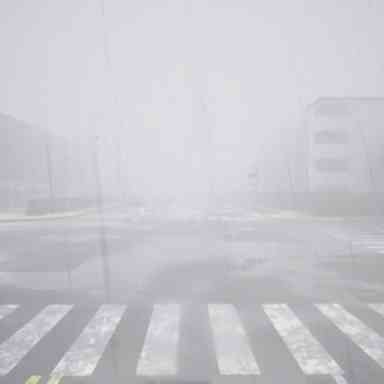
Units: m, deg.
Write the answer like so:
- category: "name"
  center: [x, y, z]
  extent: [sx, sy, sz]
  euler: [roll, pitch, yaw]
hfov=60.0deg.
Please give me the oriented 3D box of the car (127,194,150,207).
- category: "car"
  center: [-7.341, 1.104, 44.914]
  extent: [2.097, 1.767, 4.553]
  euler: [0, 0, 0]

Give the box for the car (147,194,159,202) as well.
- category: "car"
  center: [-7.978, 1.121, 67.357]
  extent: [2.128, 1.511, 4.902]
  euler: [0, 0, -10]

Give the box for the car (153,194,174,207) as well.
- category: "car"
  center: [-3.847, 1.275, 45.375]
  extent: [1.812, 1.442, 4.674]
  euler: [0, 0, 0]

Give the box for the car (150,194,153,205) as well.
- category: "car"
  center: [-7.338, 1.231, 53.410]
  extent: [1.812, 1.442, 4.674]
  euler: [0, 0, -1]
